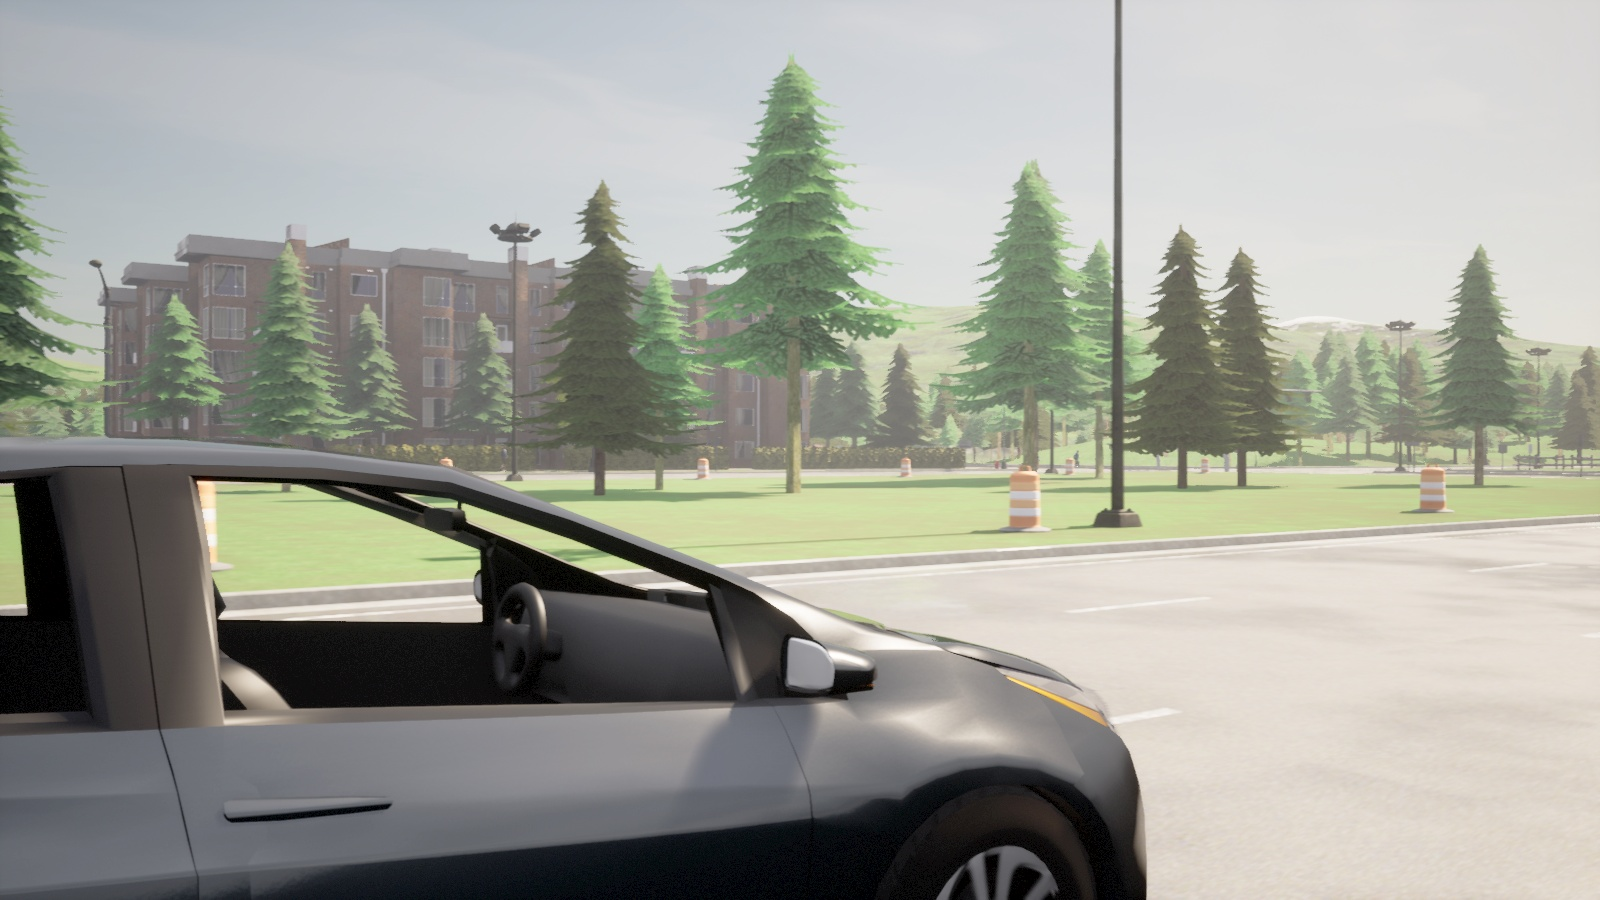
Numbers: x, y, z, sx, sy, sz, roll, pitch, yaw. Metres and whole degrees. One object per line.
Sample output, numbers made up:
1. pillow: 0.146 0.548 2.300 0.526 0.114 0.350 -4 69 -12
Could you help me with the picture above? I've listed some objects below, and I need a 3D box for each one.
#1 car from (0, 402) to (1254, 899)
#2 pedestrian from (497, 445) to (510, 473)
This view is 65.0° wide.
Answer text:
1. car: -1.252 0.701 2.788 4.514 1.525 2.007 0 0 -35
2. pedestrian: -20.440 0.629 86.522 0.788 1.949 0.423 0 0 -34
